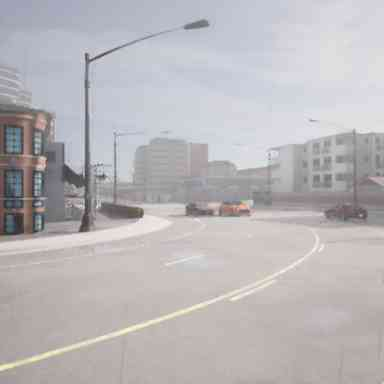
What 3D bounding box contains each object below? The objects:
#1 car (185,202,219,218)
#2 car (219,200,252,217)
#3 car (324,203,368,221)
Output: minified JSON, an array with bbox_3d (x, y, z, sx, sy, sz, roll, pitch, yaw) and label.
[{"bbox_3d":[0.732,1.761,34.297,1.882,1.535,5.008,0,-1,-18],"label":"car"},{"bbox_3d":[4.416,1.612,34.431,2.097,1.767,4.553,0,0,-19],"label":"car"},{"bbox_3d":[13.054,1.678,28.345,1.812,1.442,4.674,0,0,-4],"label":"car"}]
